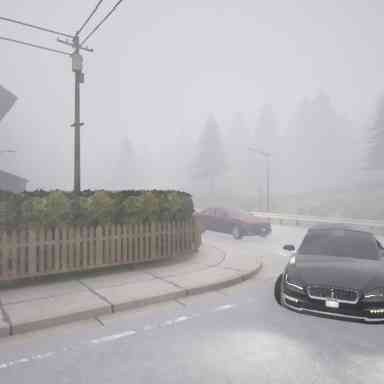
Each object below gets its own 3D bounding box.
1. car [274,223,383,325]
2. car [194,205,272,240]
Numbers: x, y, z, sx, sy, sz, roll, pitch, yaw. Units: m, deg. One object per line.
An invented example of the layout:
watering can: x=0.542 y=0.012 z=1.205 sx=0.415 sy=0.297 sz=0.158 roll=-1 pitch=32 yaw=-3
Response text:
car: x=3.279 y=1.505 z=7.383 sx=1.837 sy=1.490 sz=4.892 roll=0 pitch=0 yaw=27
car: x=1.983 y=1.478 z=17.519 sx=1.882 sy=1.535 sz=5.008 roll=0 pitch=0 yaw=-33
